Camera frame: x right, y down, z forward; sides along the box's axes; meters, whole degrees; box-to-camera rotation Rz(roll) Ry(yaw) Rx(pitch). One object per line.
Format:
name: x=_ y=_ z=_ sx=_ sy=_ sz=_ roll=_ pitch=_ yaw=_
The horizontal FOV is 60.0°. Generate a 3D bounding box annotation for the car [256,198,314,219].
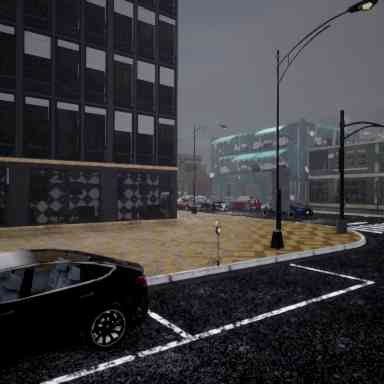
car: x=7.592 y=1.355 z=26.790 sx=1.994 sy=1.385 sz=4.181 roll=0 pitch=1 yaw=-36

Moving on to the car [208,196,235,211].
car: x=1.717 y=1.160 z=34.813 sx=2.128 sy=1.511 sz=4.902 roll=0 pitch=1 yaw=-36

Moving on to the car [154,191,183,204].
car: x=-3.769 y=0.794 z=52.111 sx=2.192 sy=1.841 sz=5.009 roll=1 pitch=0 yaw=-36

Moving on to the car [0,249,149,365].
car: x=-2.680 y=1.566 z=4.643 sx=4.313 sy=1.339 sz=1.947 roll=0 pitch=0 yaw=-35

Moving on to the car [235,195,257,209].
car: x=6.062 y=1.130 z=38.692 sx=1.967 sy=1.590 sz=4.097 roll=1 pitch=0 yaw=-36

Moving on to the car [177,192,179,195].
car: x=-0.496 y=1.101 z=47.638 sx=2.008 sy=1.369 sz=4.403 roll=1 pitch=0 yaw=-36

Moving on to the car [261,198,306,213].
car: x=9.339 y=1.340 z=34.217 sx=1.802 sy=1.307 sz=4.206 roll=1 pitch=0 yaw=-36

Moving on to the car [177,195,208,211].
car: x=-0.699 y=1.231 z=33.738 sx=1.802 sy=1.307 sz=4.206 roll=1 pitch=0 yaw=-36
